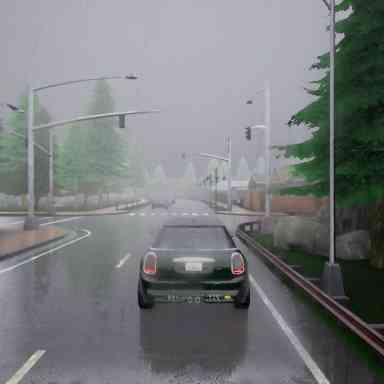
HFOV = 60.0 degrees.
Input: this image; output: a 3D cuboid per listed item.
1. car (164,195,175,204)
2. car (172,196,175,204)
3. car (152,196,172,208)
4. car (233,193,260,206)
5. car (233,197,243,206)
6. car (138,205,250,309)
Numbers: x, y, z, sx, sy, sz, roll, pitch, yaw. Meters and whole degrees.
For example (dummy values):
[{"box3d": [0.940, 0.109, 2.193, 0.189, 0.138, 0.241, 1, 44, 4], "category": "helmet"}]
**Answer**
[{"box3d": [-4.290, 1.448, 63.780, 1.882, 1.535, 5.008, 0, 0, 0], "category": "car"}, {"box3d": [-4.204, 1.571, 53.601, 1.895, 1.301, 4.718, 0, 0, 0], "category": "car"}, {"box3d": [-4.115, 1.534, 43.746, 1.994, 1.385, 4.181, 0, 0, -1], "category": "car"}, {"box3d": [8.358, 1.146, 51.295, 3.866, 1.878, 1.905, 0, 0, -1], "category": "car"}, {"box3d": [8.776, 1.144, 48.785, 4.605, 1.855, 1.932, 0, 0, -1], "category": "car"}, {"box3d": [0.051, 1.352, 8.046, 2.097, 1.767, 4.553, 0, 0, 0], "category": "car"}]
